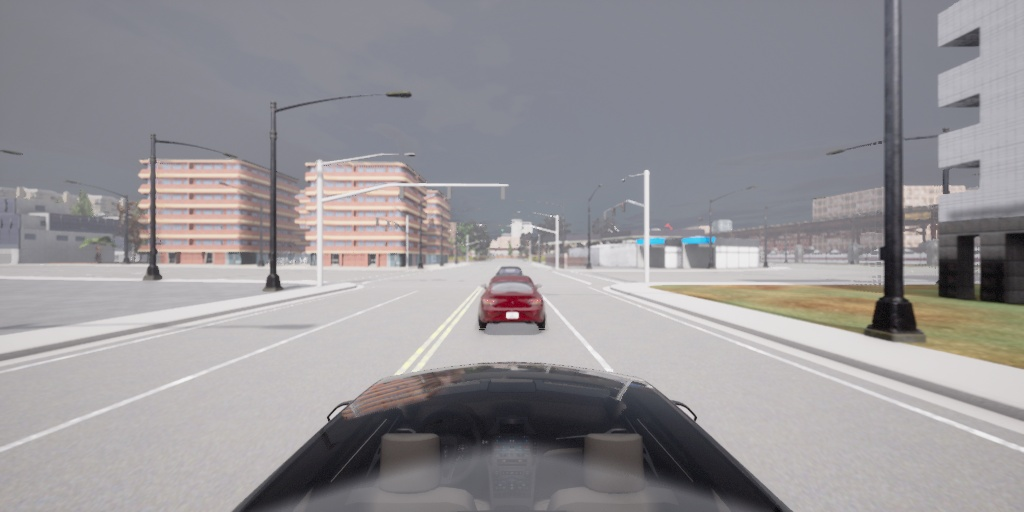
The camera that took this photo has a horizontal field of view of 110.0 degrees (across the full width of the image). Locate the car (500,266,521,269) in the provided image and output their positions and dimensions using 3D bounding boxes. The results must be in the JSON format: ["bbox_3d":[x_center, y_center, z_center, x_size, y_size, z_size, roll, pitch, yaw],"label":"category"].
[{"bbox_3d":[-0.098,1.340,22.682,2.033,1.411,5.357,0,0,1],"label":"car"}]

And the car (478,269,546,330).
[{"bbox_3d":[-0.013,1.295,11.122,1.812,1.442,4.674,0,0,-1],"label":"car"}]
